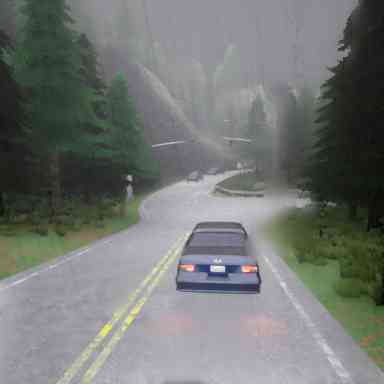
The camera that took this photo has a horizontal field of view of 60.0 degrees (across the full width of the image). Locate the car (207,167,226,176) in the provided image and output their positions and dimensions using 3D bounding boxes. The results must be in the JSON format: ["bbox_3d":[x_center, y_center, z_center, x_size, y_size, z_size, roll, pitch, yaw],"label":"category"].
[{"bbox_3d":[4.604,-4.043,63.619,2.128,1.511,4.902,4,10,36],"label":"car"}]

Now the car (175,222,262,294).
[{"bbox_3d":[0.721,1.498,8.848,2.033,1.411,5.357,0,0,5],"label":"car"}]

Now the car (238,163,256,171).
[{"bbox_3d":[11.839,-5.473,70.997,4.892,1.490,1.837,-9,9,-36],"label":"car"}]

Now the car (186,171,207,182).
[{"bbox_3d":[0.537,-2.563,55.073,1.837,1.490,4.892,2,10,19],"label":"car"}]
